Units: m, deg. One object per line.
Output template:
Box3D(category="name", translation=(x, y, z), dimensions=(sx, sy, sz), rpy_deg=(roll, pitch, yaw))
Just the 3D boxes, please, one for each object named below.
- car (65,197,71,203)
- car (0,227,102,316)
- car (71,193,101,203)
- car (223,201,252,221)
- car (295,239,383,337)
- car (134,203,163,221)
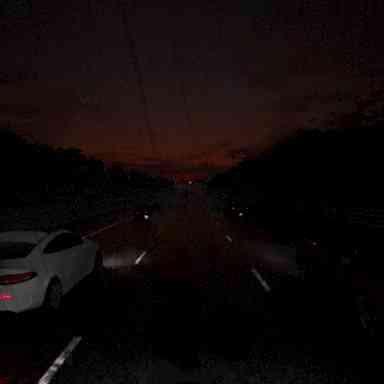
Box3D(category="car", translation=(-21.000, 1.497, 59.719), dimensions=(2.033, 1.411, 5.357), rpy_deg=(0, 0, 1))
Box3D(category="car", translation=(-3.397, 1.510, 7.356), dimensions=(1.812, 1.442, 4.674), rpy_deg=(0, 0, 0))
Box3D(category="car", translation=(-14.059, 1.164, 45.290), dimensions=(2.150, 2.045, 5.566), rpy_deg=(0, 1, 0))
Box3D(category="car", translation=(3.609, 1.446, 26.970), dimensions=(2.128, 1.511, 4.902), rpy_deg=(0, 0, 0))
Box3D(category="car", translation=(3.602, 1.587, 6.550), dimensions=(1.895, 1.301, 4.718), rpy_deg=(0, 0, 0))
Box3D(category="car", translation=(-3.391, 1.555, 26.907), dimensions=(1.895, 1.301, 4.718), rpy_deg=(0, 0, 0))
